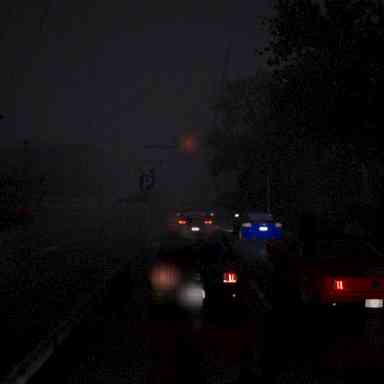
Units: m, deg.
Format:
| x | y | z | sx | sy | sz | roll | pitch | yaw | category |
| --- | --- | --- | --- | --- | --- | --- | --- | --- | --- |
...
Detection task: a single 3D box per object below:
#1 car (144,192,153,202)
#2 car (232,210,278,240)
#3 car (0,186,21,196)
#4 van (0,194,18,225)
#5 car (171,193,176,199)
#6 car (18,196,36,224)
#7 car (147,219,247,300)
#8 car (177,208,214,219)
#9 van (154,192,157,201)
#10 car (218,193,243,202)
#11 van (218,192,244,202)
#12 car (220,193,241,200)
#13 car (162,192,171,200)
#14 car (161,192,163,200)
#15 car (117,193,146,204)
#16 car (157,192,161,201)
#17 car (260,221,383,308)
| x | y | z | sx | sy | sz | roll | pitch | yaw | category |
| --- | --- | --- | --- | --- | --- | --- | --- | --- | --- |
| -10.793 | 1.313 | 64.377 | 5.366 | 1.575 | 1.946 | -1 | 0 | -15 | car |
| 3.165 | 1.587 | 16.635 | 1.994 | 1.385 | 4.181 | 0 | 0 | 1 | car |
| -28.159 | 0.135 | 52.255 | 2.002 | 1.452 | 4.674 | 6 | -3 | -19 | car |
| -13.600 | 1.296 | 20.601 | 4.442 | 1.987 | 1.878 | -1 | 0 | -19 | van |
| -7.993 | 1.062 | 88.325 | 5.566 | 2.045 | 2.435 | -1 | 0 | -12 | car |
| -13.625 | 1.402 | 23.579 | 4.553 | 1.767 | 2.185 | -1 | 0 | -19 | car |
| 0.111 | 1.612 | 8.378 | 1.895 | 1.301 | 4.718 | 0 | 0 | 0 | car |
| 0.173 | 1.551 | 17.480 | 1.812 | 1.442 | 4.674 | 0 | 0 | 1 | car |
| -10.233 | 1.090 | 70.369 | 4.442 | 1.987 | 1.878 | -1 | 0 | -14 | van |
| 7.674 | 1.139 | 66.947 | 4.553 | 1.767 | 2.185 | 1 | 0 | -14 | car |
| 7.290 | 1.040 | 63.977 | 4.442 | 1.987 | 1.878 | 1 | 0 | -14 | van |
| 9.467 | 1.126 | 81.646 | 4.553 | 1.767 | 2.185 | 1 | 0 | -12 | car |
| -8.444 | 1.354 | 85.319 | 4.674 | 1.452 | 2.002 | -1 | 0 | -12 | car |
| -9.632 | 1.357 | 76.335 | 4.674 | 1.452 | 2.002 | -1 | 0 | -13 | car |
| -11.438 | 1.356 | 61.385 | 4.792 | 1.488 | 2.163 | -1 | 0 | -15 | car |
| -10.005 | 1.319 | 73.340 | 4.892 | 1.521 | 2.231 | -1 | 0 | -14 | car |
| 3.121 | 1.611 | 7.887 | 1.895 | 1.301 | 4.718 | 0 | 0 | 0 | car |
